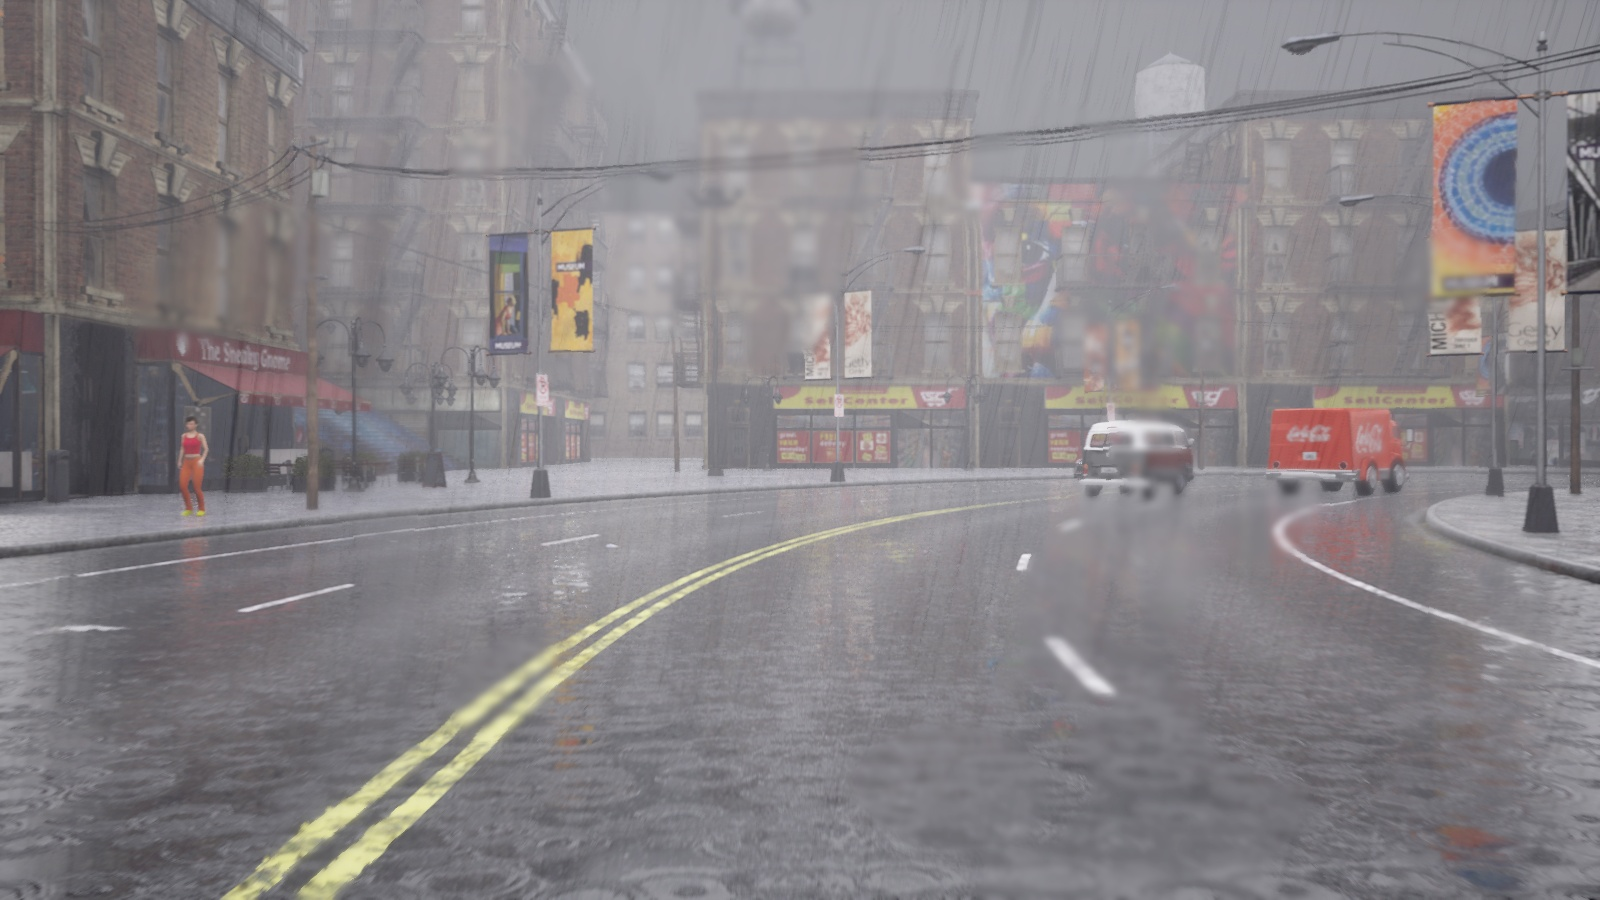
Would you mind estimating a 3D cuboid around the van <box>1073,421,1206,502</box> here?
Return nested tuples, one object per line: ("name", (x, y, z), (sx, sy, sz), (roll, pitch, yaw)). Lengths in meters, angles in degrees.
("van", (9.242, 0.286, 33.970), (2.069, 2.038, 4.480), (0, 0, 35))

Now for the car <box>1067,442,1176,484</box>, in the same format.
("car", (11.992, 0.458, 46.795), (3.806, 1.475, 1.970), (0, 0, -36))

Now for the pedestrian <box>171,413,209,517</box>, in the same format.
("pedestrian", (-11.002, 0.267, 22.651), (0.345, 1.836, 0.594), (0, 0, 7))

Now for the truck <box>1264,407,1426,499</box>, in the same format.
("truck", (15.772, 0.068, 36.201), (2.627, 2.467, 5.204), (0, 0, 44))
